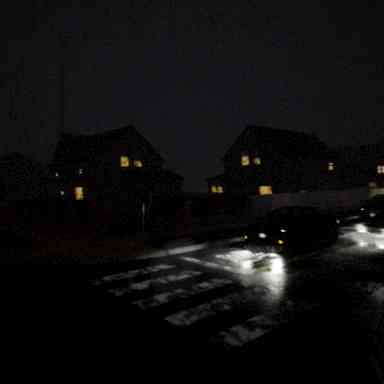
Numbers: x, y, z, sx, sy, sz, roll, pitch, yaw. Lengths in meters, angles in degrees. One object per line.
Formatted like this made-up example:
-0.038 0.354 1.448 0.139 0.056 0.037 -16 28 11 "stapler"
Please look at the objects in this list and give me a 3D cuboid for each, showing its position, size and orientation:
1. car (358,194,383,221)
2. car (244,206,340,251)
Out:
11.396 0.876 19.323 4.902 1.511 2.128 -2 2 -42 "car"
3.866 1.236 12.601 4.181 1.385 1.994 -2 2 -41 "car"
